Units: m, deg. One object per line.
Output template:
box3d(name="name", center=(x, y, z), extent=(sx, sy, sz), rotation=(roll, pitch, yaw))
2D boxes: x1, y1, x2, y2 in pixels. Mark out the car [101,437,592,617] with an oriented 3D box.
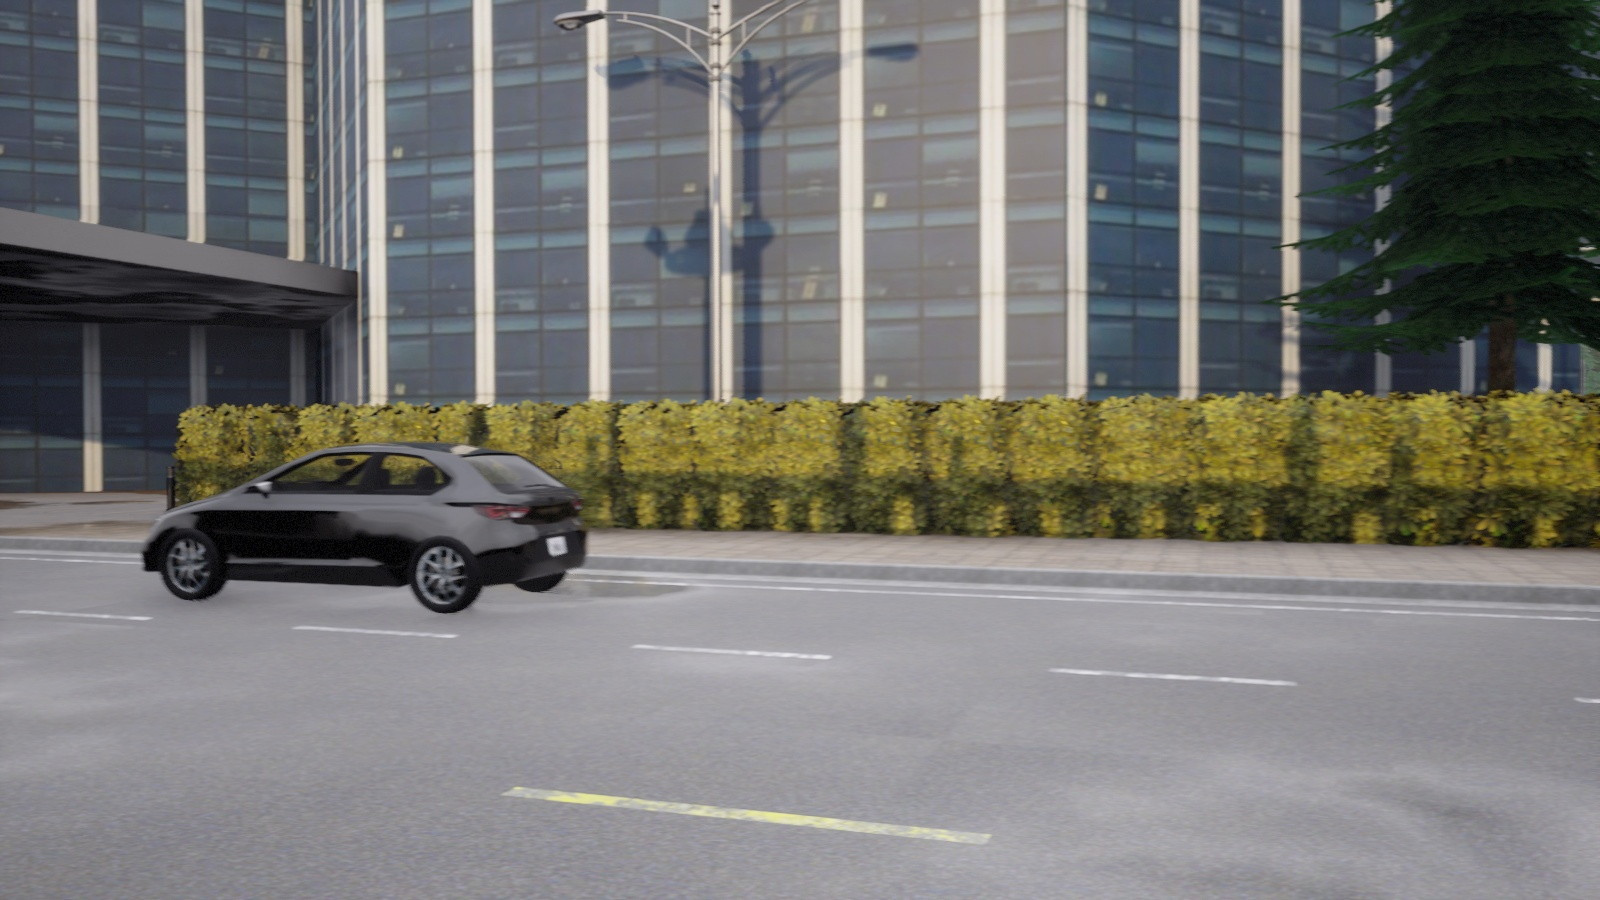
box3d(name="car", center=(-4.302, 0.631, 12.024), extent=(4.193, 1.474, 1.816), rotation=(1, 1, 19))
